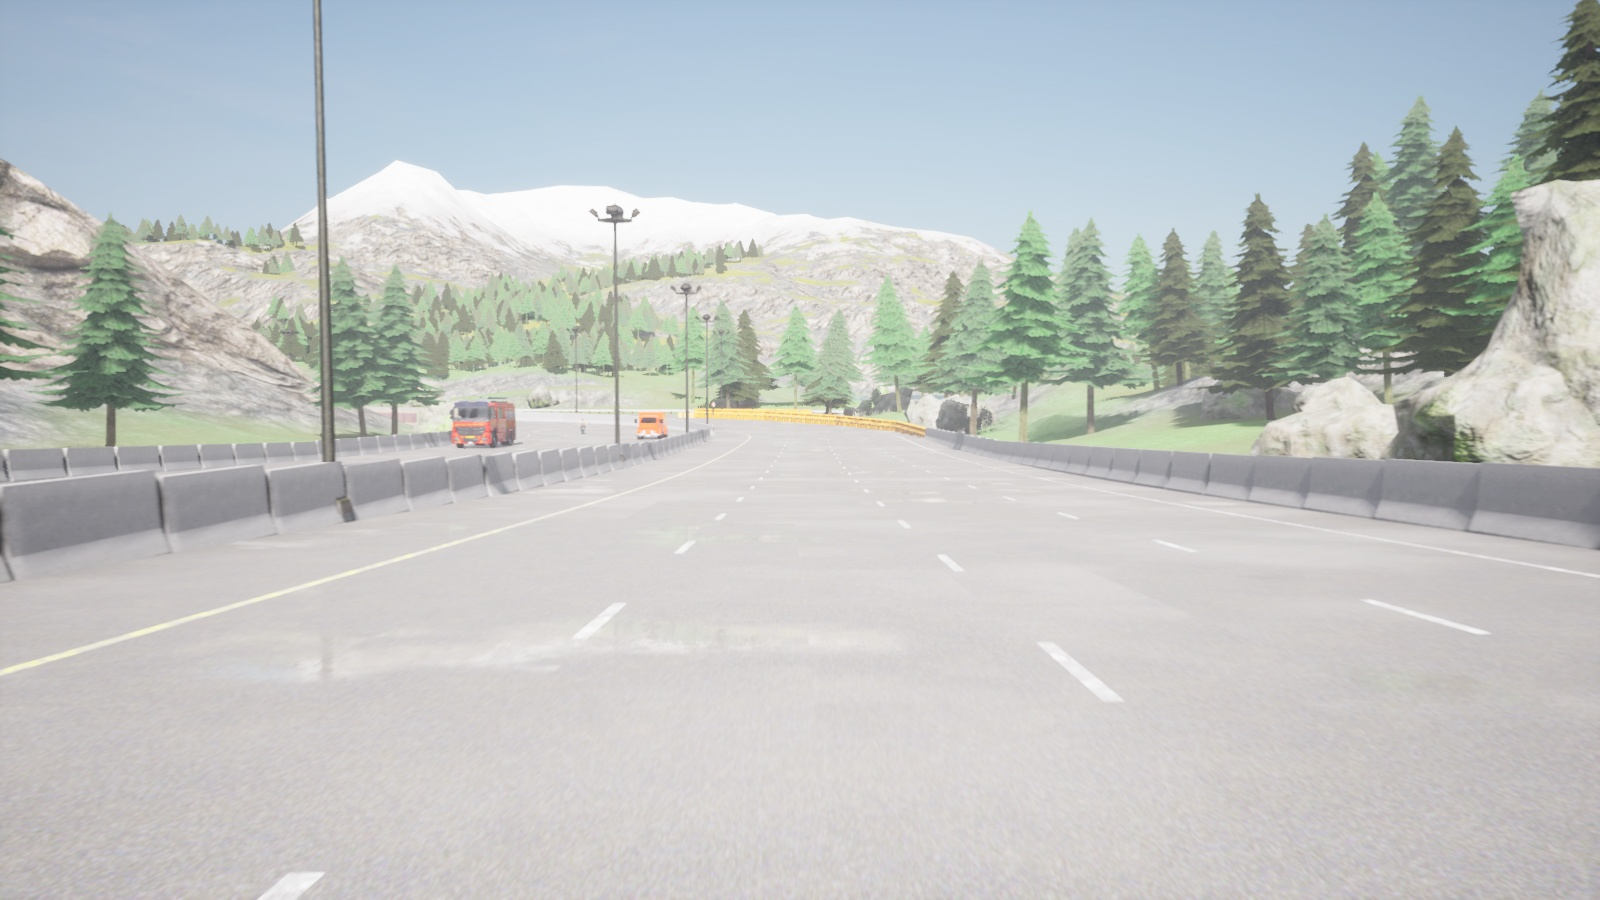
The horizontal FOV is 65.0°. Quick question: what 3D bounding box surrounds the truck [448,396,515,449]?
[{"bbox_3d":[-23.946,-2.153,94.884,2.891,3.827,8.468,0,2,0],"label":"truck"}]
